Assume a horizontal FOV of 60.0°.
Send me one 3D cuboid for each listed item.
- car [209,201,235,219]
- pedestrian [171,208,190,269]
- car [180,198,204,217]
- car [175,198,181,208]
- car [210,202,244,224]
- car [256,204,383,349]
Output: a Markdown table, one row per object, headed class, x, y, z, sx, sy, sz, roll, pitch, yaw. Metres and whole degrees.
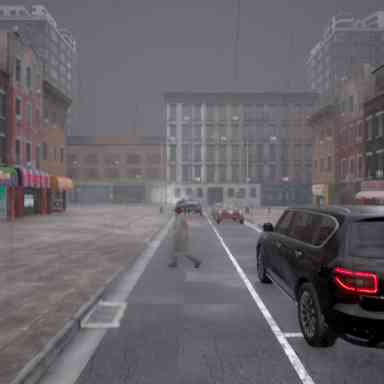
| class | x | y | z | sx | sy | sz | roll | pitch | yaw |
| --- | --- | --- | --- | --- | --- | --- | --- | --- | --- |
| car | 2.630 | 1.558 | 30.084 | 2.008 | 1.369 | 4.403 | 0 | 0 | 0 |
| pedestrian | -0.327 | 1.293 | 9.686 | 0.375 | 1.860 | 0.375 | 0 | 0 | 0 |
| car | 0.066 | 1.513 | 31.837 | 1.837 | 1.490 | 4.892 | 0 | 0 | 0 |
| car | -0.866 | 1.506 | 44.316 | 2.128 | 1.511 | 4.902 | 1 | 0 | -14 |
| car | 2.634 | 1.445 | 24.580 | 1.967 | 1.590 | 4.097 | 0 | 0 | 0 |
| car | 2.747 | 1.224 | 6.426 | 2.150 | 2.045 | 5.566 | 0 | 0 | 0 |
